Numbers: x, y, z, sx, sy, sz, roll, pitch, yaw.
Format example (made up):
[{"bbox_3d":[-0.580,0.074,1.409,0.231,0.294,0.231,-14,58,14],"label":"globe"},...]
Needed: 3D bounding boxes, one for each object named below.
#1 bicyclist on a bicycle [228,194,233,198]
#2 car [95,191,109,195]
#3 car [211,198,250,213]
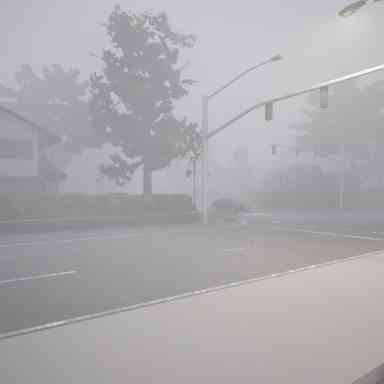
[{"bbox_3d":[5.873,1.176,51.054,1.656,1.620,0.582,0,0,-36],"label":"bicyclist on a bicycle"},{"bbox_3d":[-20.439,0.855,75.225,2.150,2.045,5.566,0,0,-36],"label":"car"},{"bbox_3d":[4.100,1.416,35.764,1.837,1.490,4.892,0,0,-36],"label":"car"}]
